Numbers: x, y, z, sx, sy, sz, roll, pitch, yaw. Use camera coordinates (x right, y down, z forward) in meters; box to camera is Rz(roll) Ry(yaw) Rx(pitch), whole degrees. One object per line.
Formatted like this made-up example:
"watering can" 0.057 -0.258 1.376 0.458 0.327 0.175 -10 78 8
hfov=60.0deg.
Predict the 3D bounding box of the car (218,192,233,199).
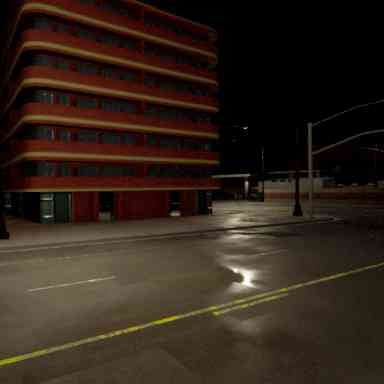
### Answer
"car" 8.918 0.930 86.177 4.611 1.667 2.242 -1 1 -35

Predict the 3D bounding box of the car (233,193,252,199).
"car" 12.889 1.061 81.955 3.806 1.475 1.970 -1 1 -35
